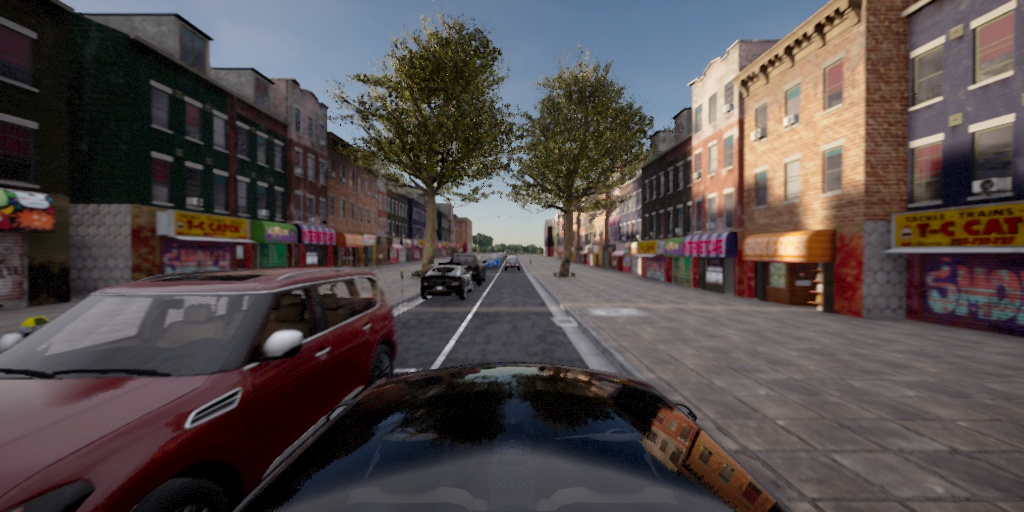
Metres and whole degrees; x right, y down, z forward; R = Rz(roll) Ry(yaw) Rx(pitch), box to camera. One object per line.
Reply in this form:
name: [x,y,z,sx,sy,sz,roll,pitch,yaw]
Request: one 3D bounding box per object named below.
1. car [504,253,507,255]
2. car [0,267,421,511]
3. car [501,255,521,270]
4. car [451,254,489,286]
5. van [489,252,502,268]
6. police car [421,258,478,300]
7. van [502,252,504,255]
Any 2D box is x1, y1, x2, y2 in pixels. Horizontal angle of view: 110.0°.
car: [0.033,0.641,58.098,1.812,1.442,4.674,0,1,1]
car: [-2.638,1.063,3.377,2.192,1.841,5.009,0,0,0]
car: [0.082,0.935,43.807,2.033,1.411,5.357,0,1,0]
car: [-2.980,0.852,24.376,2.150,2.045,5.566,0,0,0]
van: [-2.635,0.662,47.752,1.690,1.789,3.998,0,0,0]
police car: [-3.008,1.105,17.459,1.930,1.638,5.238,0,0,0]
van: [-2.634,0.440,58.845,1.690,1.789,3.998,0,0,0]
